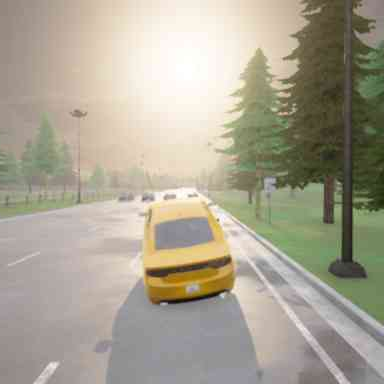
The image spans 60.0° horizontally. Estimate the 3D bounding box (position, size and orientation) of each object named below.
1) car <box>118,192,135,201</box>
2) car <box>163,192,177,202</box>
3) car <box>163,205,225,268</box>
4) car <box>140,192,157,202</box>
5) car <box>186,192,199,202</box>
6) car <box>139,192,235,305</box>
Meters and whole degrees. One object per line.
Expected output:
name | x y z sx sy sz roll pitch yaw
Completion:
car | -10.463 0.743 53.438 2.033 1.411 5.357 0 1 0
car | -3.463 0.760 53.434 1.994 1.385 4.181 0 1 0
car | 0.048 1.378 11.992 1.812 1.442 4.674 0 3 0
car | -6.963 0.743 53.436 2.033 1.411 5.357 0 1 0
car | 0.037 0.760 53.431 1.994 1.385 4.181 0 1 0
car | -0.279 0.957 8.440 1.882 1.535 5.008 -8 17 -4
